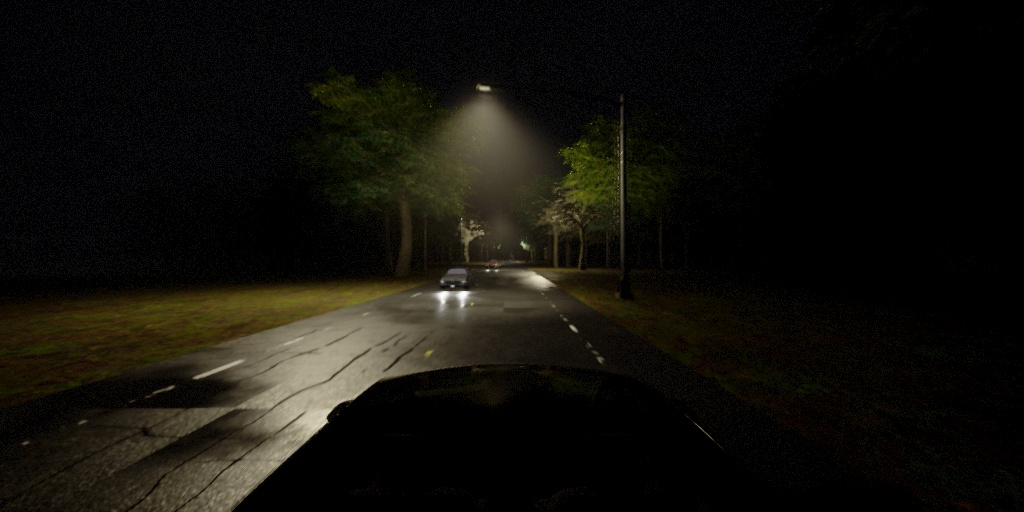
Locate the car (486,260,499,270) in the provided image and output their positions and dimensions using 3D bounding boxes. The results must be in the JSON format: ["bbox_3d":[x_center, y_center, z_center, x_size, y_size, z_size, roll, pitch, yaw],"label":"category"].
[{"bbox_3d":[-3.523,1.520,65.250,2.097,1.767,4.553,0,0,0],"label":"car"}]

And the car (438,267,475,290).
[{"bbox_3d":[-3.601,1.472,24.391,2.033,1.411,5.357,0,0,0],"label":"car"}]
